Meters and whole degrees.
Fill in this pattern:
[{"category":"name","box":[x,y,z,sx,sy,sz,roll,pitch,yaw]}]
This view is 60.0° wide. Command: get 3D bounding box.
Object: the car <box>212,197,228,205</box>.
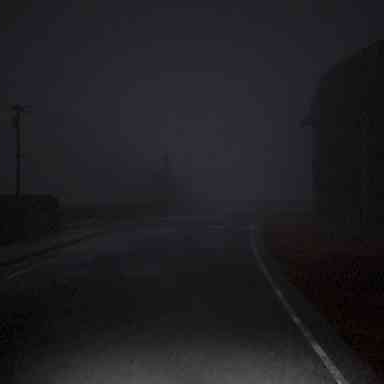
[{"category":"car","box":[5.206,1.692,61.388,1.812,1.442,4.674,0,0,-17]}]
